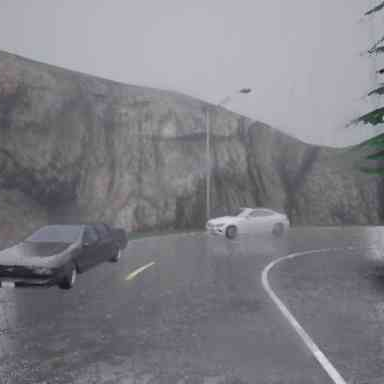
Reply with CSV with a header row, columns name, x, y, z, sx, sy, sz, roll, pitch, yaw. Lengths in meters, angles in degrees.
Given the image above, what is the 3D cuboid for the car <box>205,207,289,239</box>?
name,x,y,z,sx,sy,sz,roll,pitch,yaw
car,2.952,1.545,17.460,4.674,1.442,1.812,0,0,-25

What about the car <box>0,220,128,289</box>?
name,x,y,z,sx,sy,sz,roll,pitch,yaw
car,-3.457,1.554,9.559,2.033,1.411,5.357,0,0,8
